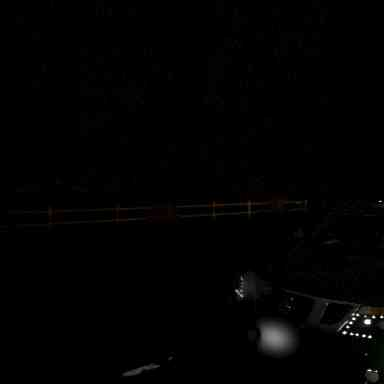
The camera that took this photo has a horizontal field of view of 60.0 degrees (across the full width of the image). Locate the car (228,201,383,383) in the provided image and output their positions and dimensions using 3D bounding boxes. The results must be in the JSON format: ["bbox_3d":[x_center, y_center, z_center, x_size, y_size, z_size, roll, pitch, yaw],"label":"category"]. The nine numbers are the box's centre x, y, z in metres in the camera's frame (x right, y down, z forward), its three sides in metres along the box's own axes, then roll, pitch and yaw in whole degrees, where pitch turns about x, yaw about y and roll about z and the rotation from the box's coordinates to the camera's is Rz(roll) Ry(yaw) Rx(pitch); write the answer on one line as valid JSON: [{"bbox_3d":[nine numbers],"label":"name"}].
[{"bbox_3d":[3.124,1.198,5.175,5.566,2.045,2.150,0,0,-35],"label":"car"}]
